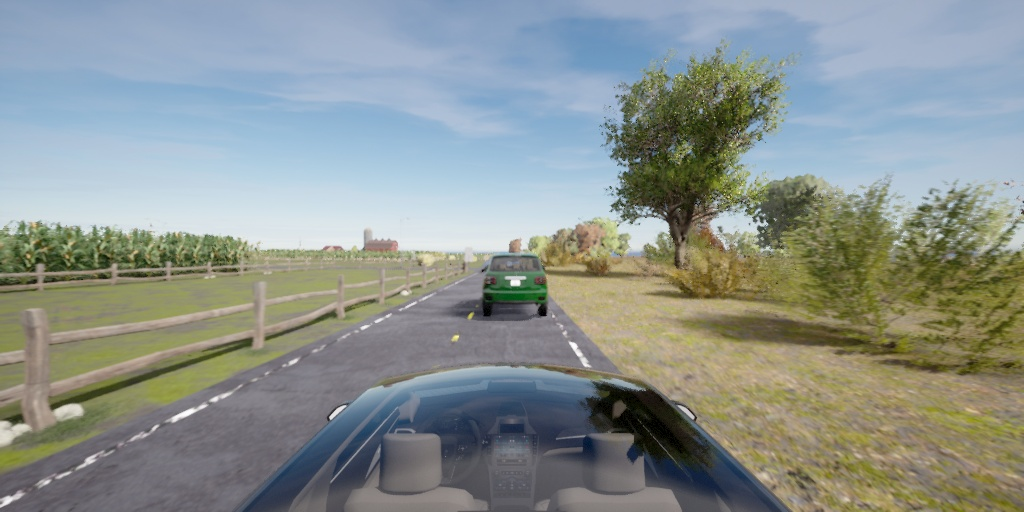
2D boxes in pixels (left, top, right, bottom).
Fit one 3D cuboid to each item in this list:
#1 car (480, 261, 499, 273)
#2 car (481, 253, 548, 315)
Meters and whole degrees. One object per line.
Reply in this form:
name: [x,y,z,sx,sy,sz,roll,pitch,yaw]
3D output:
car: [-2.751,1.318,44.503,2.033,1.411,5.357,0,0,0]
car: [0.102,0.963,13.572,2.150,2.045,5.566,0,-1,0]
